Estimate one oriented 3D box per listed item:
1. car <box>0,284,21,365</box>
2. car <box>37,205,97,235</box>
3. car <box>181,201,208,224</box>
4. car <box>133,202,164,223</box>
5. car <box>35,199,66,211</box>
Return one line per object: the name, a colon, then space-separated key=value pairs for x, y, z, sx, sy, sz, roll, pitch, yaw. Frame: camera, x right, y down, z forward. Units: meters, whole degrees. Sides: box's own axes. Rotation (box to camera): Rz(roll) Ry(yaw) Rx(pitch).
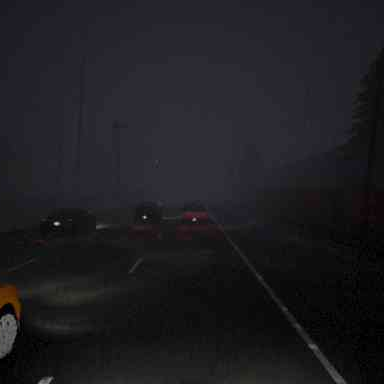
car: x=-3.370 y=1.477 z=2.762 sx=1.882 sy=1.535 sz=5.008 roll=0 pitch=0 yaw=0
car: x=-6.839 y=1.568 z=18.824 sx=1.994 sy=1.385 sz=4.181 roll=0 pitch=0 yaw=0
car: x=0.179 y=1.613 z=25.219 sx=1.895 sy=1.301 sz=4.718 roll=0 pitch=0 yaw=0
car: x=-3.319 y=1.515 z=25.802 sx=1.837 sy=1.490 sz=4.892 roll=0 pitch=0 yaw=0
car: x=-17.446 y=1.571 z=41.126 sx=1.994 sy=1.385 sz=4.181 roll=0 pitch=0 yaw=0
